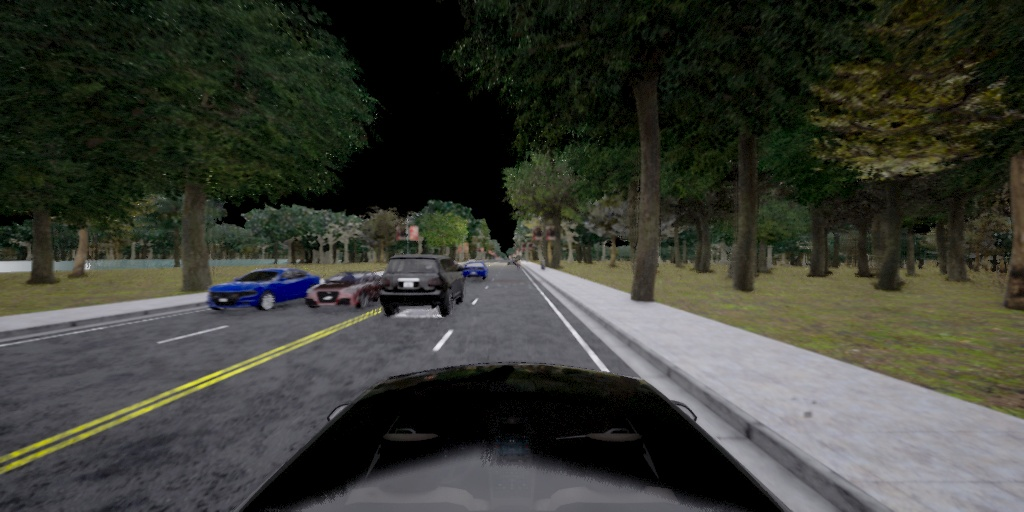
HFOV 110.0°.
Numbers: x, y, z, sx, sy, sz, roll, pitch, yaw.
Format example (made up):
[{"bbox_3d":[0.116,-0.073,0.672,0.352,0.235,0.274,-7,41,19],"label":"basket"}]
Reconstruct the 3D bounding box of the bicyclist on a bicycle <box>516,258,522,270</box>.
[{"bbox_3d":[0.888,1.225,46.048,0.866,1.612,1.509,0,0,0],"label":"bicyclist on a bicycle"}]

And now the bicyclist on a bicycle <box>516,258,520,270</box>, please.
[{"bbox_3d":[0.889,1.166,54.658,0.659,1.776,1.843,0,0,0],"label":"bicyclist on a bicycle"}]

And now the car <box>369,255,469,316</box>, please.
[{"bbox_3d":[-3.152,0.977,13.606,2.150,2.045,5.566,0,0,0],"label":"car"}]

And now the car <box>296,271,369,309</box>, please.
[{"bbox_3d":[-6.599,1.321,14.837,1.994,1.385,4.181,0,0,0],"label":"car"}]

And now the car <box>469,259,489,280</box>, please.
[{"bbox_3d":[-3.154,1.251,31.974,1.882,1.535,5.008,0,0,0],"label":"car"}]

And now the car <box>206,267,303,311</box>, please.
[{"bbox_3d":[-9.849,1.234,14.721,1.882,1.535,5.008,0,0,0],"label":"car"}]

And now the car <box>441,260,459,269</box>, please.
[{"bbox_3d":[-9.807,1.361,56.884,1.994,1.385,4.181,0,0,1],"label":"car"}]
